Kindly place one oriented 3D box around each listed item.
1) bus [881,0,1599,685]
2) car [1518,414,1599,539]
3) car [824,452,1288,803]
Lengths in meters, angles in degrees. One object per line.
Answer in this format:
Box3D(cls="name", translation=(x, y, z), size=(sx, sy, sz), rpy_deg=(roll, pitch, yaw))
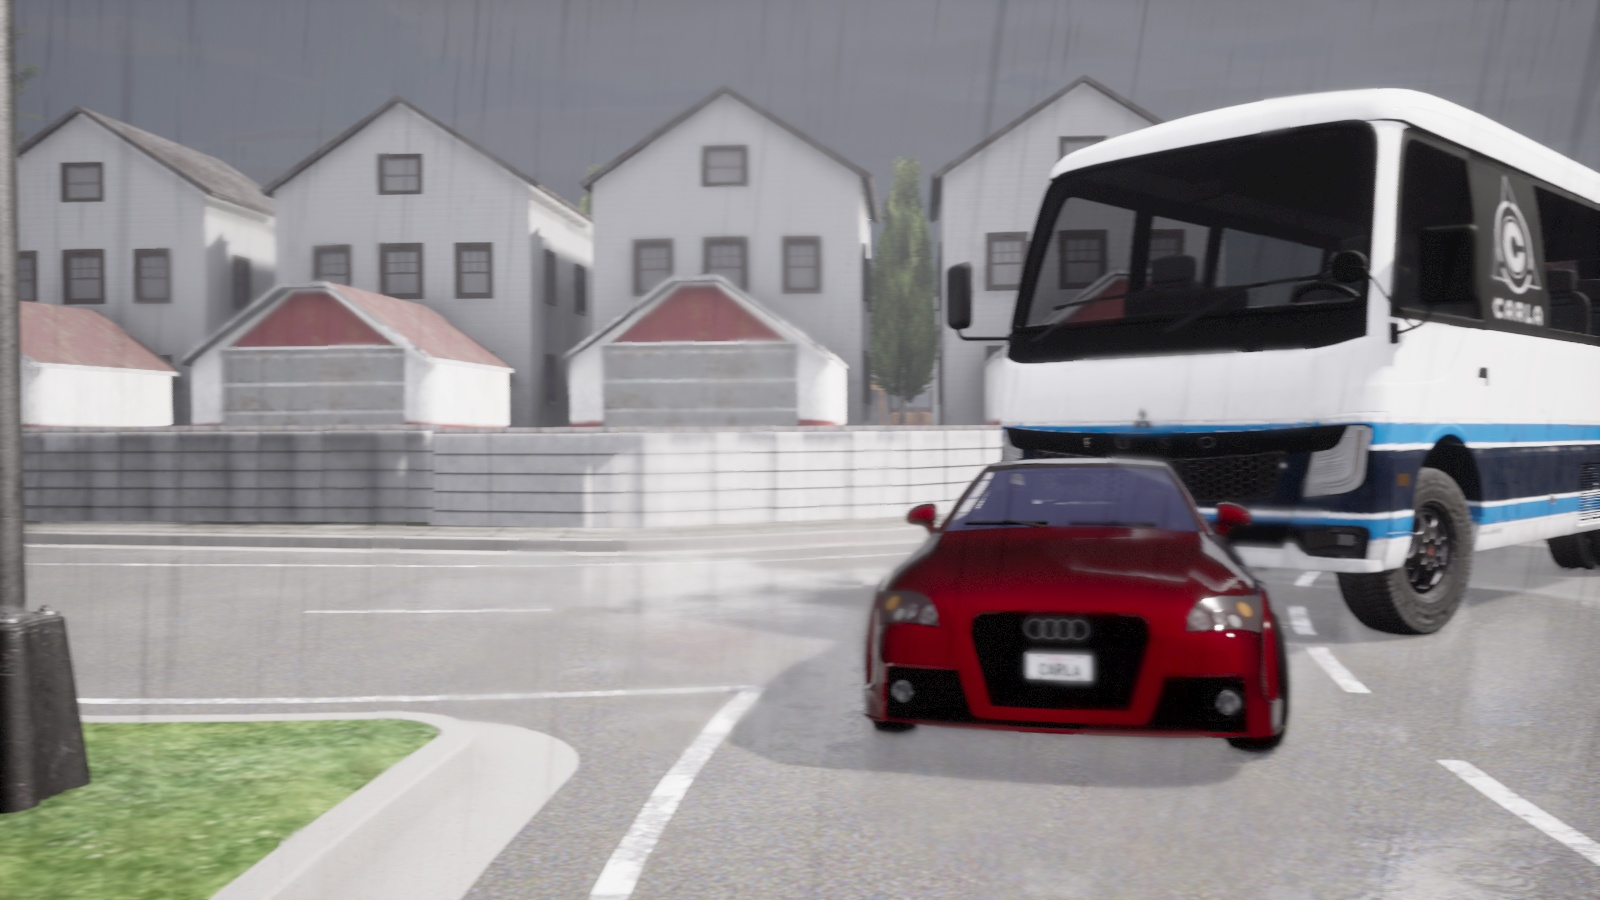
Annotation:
Box3D(cls="bus", translation=(5.779, -0.777, 12.424), size=(10.273, 4.253, 3.944), rpy_deg=(0, 1, -43))
Box3D(cls="car", translation=(13.032, 0.361, 19.205), size=(4.553, 1.767, 2.097), rpy_deg=(-1, 1, -40))
Box3D(cls="car", translation=(1.611, 0.758, 7.551), size=(1.994, 1.385, 4.181), rpy_deg=(0, 1, 15))
